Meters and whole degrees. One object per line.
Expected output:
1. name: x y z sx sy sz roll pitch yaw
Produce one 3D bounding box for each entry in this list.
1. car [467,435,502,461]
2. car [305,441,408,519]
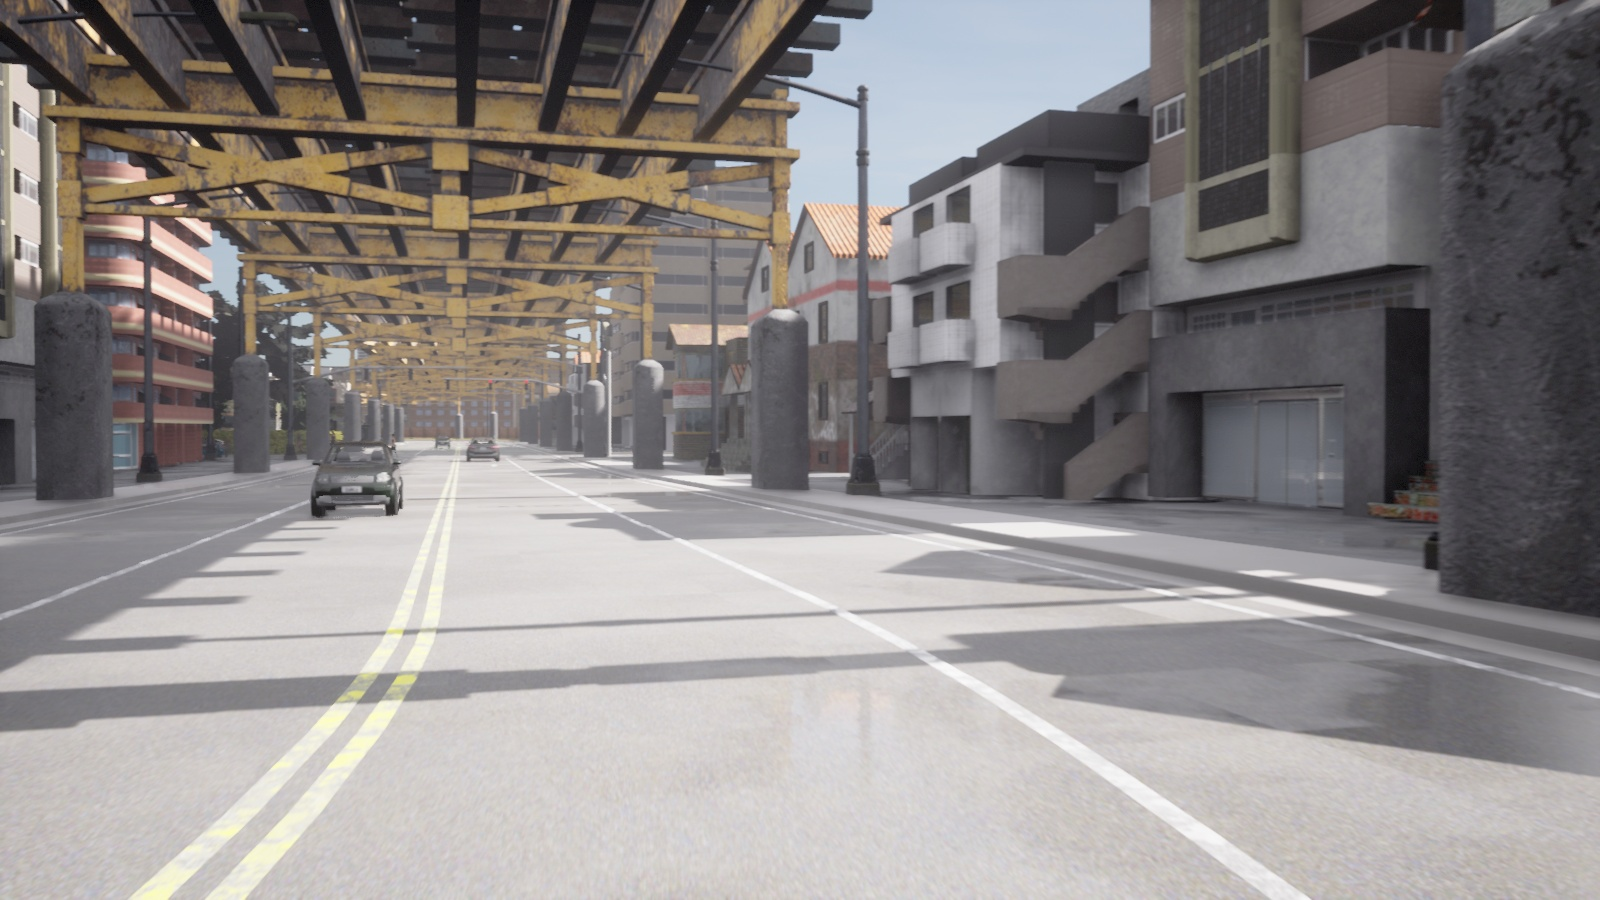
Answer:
1. car: -21.420 -0.178 85.280 2.242 1.667 4.611 0 1 -15
2. car: -9.423 0.585 26.917 1.789 1.549 3.705 0 0 -15
